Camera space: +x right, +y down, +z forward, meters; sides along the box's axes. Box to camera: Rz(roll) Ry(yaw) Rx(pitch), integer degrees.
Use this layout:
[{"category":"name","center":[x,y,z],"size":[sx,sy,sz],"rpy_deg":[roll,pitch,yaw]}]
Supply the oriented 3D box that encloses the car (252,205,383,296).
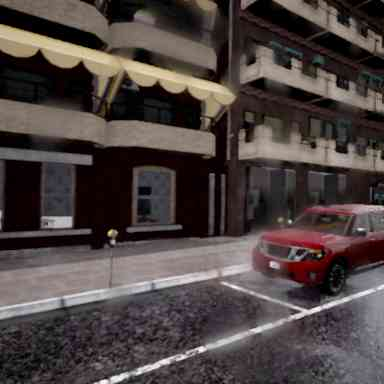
[{"category":"car","center":[3.891,1.304,8.845],"size":[5.009,1.841,2.192],"rpy_deg":[0,1,-35]}]
